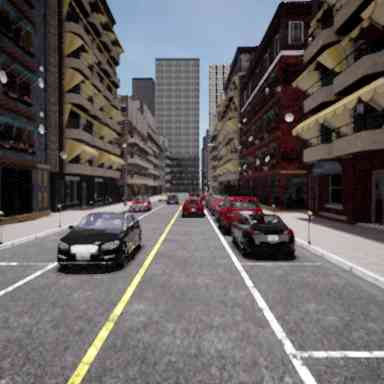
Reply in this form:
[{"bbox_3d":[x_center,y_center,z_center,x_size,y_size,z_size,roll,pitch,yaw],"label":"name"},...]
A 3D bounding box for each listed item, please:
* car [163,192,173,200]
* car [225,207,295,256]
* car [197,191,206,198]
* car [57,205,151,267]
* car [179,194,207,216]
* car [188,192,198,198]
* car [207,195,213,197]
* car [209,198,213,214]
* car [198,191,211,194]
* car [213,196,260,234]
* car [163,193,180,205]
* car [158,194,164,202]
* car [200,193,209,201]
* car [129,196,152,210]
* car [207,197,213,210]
[{"bbox_3d":[-5.330,0.882,73.580,1.967,1.590,4.097,-1,0,0],"label":"car"},{"bbox_3d":[2.557,1.471,12.565,1.947,1.339,4.313,-1,0,0],"label":"car"},{"bbox_3d":[2.547,0.627,90.246,2.192,1.841,5.009,-1,0,0],"label":"car"},{"bbox_3d":[-2.838,1.408,11.140,2.128,1.511,4.902,0,0,0],"label":"car"},{"bbox_3d":[0.101,1.257,29.334,1.882,1.535,5.008,0,1,0],"label":"car"},{"bbox_3d":[0.218,0.766,93.190,1.882,1.535,5.008,0,0,-11],"label":"car"},{"bbox_3d":[2.555,1.320,34.760,1.802,1.307,4.206,-1,0,0],"label":"car"},{"bbox_3d":[2.556,1.373,23.662,2.008,1.369,4.403,-1,0,0],"label":"car"},{"bbox_3d":[2.550,0.884,56.954,2.192,1.841,5.009,-1,0,0],"label":"car"},{"bbox_3d":[2.553,1.179,18.112,2.192,1.841,5.009,-1,0,0],"label":"car"},{"bbox_3d":[-2.823,1.128,50.168,1.837,1.490,4.892,0,0,0],"label":"car"},{"bbox_3d":[-5.328,1.054,62.313,1.752,1.417,4.829,-1,0,0],"label":"car"},{"bbox_3d":[2.552,1.008,68.223,1.752,1.417,4.829,-1,0,0],"label":"car"},{"bbox_3d":[-5.327,1.179,34.737,1.967,1.590,4.097,-1,0,0],"label":"car"},{"bbox_3d":[2.556,1.363,29.211,1.802,1.307,4.206,-1,0,0],"label":"car"}]
